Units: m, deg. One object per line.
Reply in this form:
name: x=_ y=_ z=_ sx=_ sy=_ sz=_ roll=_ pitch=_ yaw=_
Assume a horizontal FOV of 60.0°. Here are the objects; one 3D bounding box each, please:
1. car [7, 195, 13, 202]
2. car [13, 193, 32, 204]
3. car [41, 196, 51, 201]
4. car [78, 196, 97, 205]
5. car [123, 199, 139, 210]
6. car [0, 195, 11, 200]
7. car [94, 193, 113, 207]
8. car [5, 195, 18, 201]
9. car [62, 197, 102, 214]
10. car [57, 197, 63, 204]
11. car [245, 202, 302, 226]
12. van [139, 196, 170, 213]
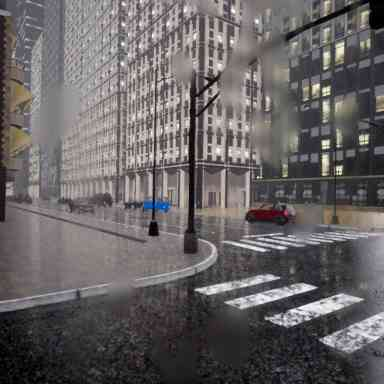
car: x=-37.089 y=1.396 z=69.717 sx=1.947 sy=1.339 sz=4.313 roll=1 pitch=-1 yaw=-35
car: x=-30.545 y=1.155 z=60.507 sx=2.192 sy=1.841 sz=5.009 roll=1 pitch=-1 yaw=-35
car: x=-36.798 y=1.570 z=83.778 sx=1.802 sy=1.307 sz=4.206 roll=1 pitch=-1 yaw=-35
car: x=-18.521 y=1.525 z=58.824 sx=1.837 sy=1.490 sz=4.892 roll=1 pitch=-1 yaw=-35
car: x=-7.367 y=1.584 z=42.326 sx=2.008 sy=1.369 sz=4.403 roll=1 pitch=-1 yaw=-35
car: x=-46.803 y=1.365 z=83.398 sx=1.752 sy=1.417 sz=4.829 roll=1 pitch=-1 yaw=-35
car: x=-14.513 y=1.255 z=53.121 sx=2.150 sy=2.045 sz=5.566 roll=1 pitch=-1 yaw=-35
car: x=-40.358 y=1.378 z=74.322 sx=2.008 sy=1.369 sz=4.403 roll=1 pitch=-1 yaw=-35
car: x=-10.930 y=1.427 z=32.870 sx=2.008 sy=1.369 sz=4.403 roll=1 pitch=-1 yaw=-35
car: x=-22.621 y=1.522 z=59.327 sx=1.994 sy=1.385 sz=4.181 roll=1 pitch=-1 yaw=-35
car: x=5.715 y=1.505 z=23.904 sx=1.967 sy=1.590 sz=4.097 roll=1 pitch=-1 yaw=-35
van: x=-4.094 y=1.382 z=37.722 sx=1.690 sy=1.788 sz=3.998 roll=1 pitch=-1 yaw=-35
